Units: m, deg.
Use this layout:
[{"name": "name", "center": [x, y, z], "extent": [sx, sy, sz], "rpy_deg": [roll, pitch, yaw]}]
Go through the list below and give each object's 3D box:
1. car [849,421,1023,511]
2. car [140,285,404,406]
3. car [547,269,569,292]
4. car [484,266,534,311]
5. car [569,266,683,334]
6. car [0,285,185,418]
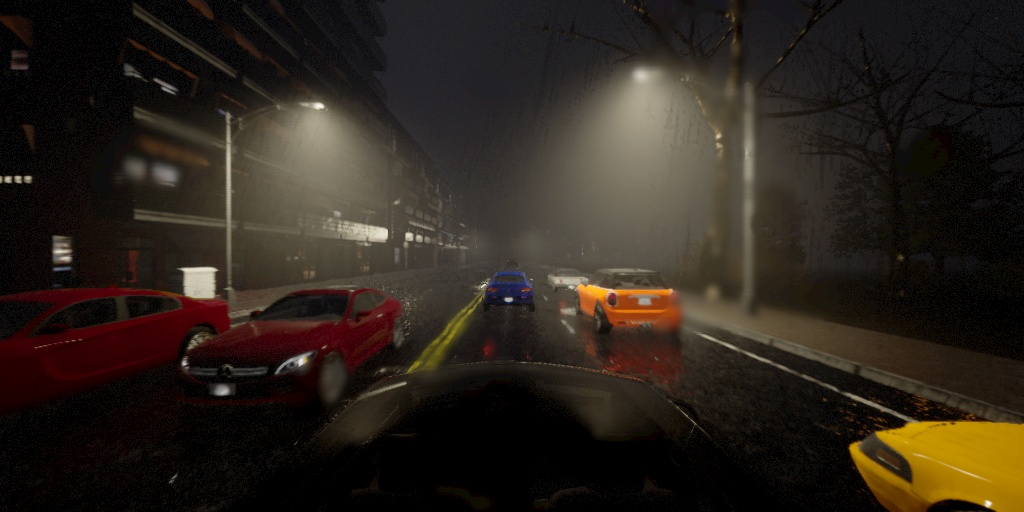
[{"name": "car", "center": [3.251, 1.201, 0.140], "extent": [1.801, 1.575, 5.366], "rpy_deg": [0, 0, 0]}, {"name": "car", "center": [-3.348, 1.293, 6.466], "extent": [1.812, 1.442, 4.674], "rpy_deg": [0, 0, 0]}, {"name": "car", "center": [3.257, 1.424, 21.981], "extent": [1.895, 1.301, 4.718], "rpy_deg": [0, 0, 0]}, {"name": "car", "center": [-0.083, 1.322, 14.555], "extent": [1.812, 1.442, 4.674], "rpy_deg": [0, 0, 1]}, {"name": "car", "center": [3.254, 1.136, 10.921], "extent": [2.097, 1.767, 4.553], "rpy_deg": [0, 0, 0]}, {"name": "car", "center": [-6.598, 1.240, 5.109], "extent": [1.882, 1.535, 5.008], "rpy_deg": [0, 0, 0]}]
